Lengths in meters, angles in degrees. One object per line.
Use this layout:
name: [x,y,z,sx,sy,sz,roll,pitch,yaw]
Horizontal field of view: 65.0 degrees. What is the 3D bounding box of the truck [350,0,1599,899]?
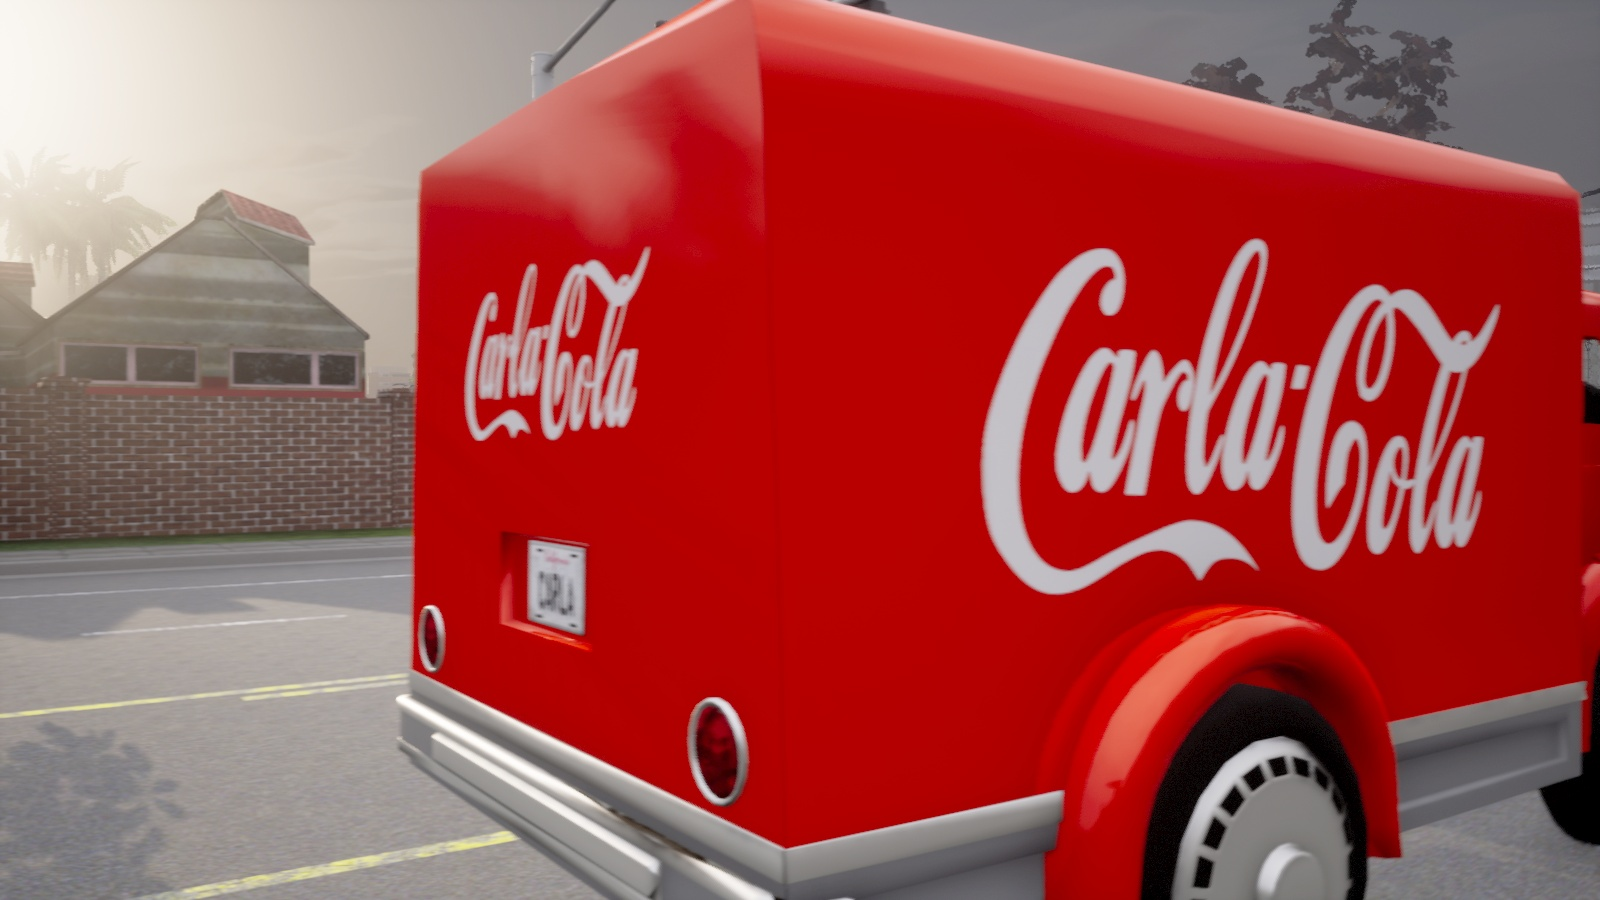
truck: [1.361,0.262,4.639,5.204,2.467,2.627,0,0,-34]
